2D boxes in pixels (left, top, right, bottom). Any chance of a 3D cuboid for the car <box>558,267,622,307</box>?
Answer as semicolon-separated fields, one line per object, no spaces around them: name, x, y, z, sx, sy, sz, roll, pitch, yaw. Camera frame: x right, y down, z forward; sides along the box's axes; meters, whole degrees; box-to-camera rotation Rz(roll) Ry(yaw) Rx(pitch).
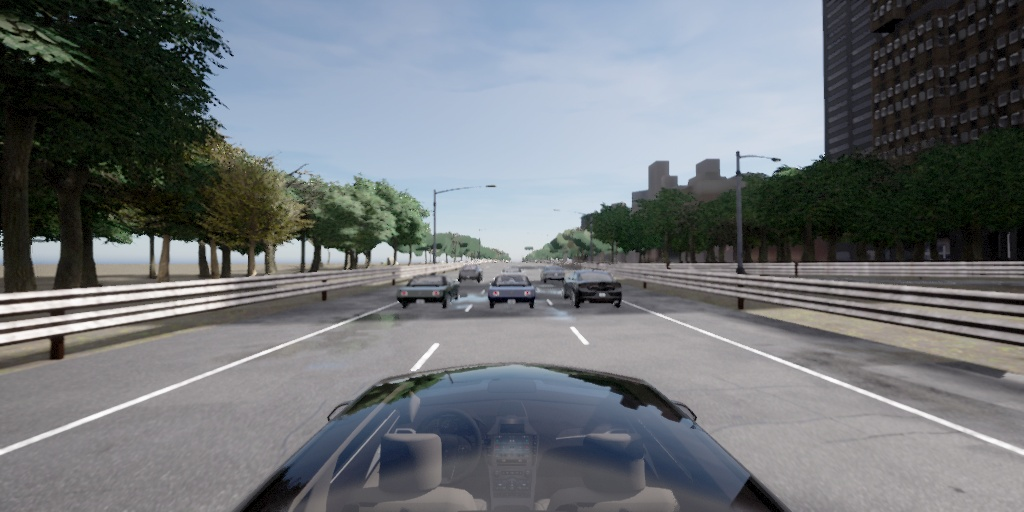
car;3.502;1.365;16.339;1.882;1.535;5.008;0;0;0

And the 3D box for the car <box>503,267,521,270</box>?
car;-0.008;1.619;30.962;1.895;1.301;4.718;0;0;0

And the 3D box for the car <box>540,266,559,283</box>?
car;3.491;1.565;30.845;2.033;1.411;5.357;0;0;0

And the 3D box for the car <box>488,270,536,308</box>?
car;-0.003;1.484;15.967;1.895;1.301;4.718;0;0;0

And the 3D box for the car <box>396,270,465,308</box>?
car;-3.503;1.484;15.963;1.895;1.301;4.718;0;0;0

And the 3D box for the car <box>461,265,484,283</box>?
car;-3.505;1.512;31.145;2.128;1.511;4.902;0;0;0
